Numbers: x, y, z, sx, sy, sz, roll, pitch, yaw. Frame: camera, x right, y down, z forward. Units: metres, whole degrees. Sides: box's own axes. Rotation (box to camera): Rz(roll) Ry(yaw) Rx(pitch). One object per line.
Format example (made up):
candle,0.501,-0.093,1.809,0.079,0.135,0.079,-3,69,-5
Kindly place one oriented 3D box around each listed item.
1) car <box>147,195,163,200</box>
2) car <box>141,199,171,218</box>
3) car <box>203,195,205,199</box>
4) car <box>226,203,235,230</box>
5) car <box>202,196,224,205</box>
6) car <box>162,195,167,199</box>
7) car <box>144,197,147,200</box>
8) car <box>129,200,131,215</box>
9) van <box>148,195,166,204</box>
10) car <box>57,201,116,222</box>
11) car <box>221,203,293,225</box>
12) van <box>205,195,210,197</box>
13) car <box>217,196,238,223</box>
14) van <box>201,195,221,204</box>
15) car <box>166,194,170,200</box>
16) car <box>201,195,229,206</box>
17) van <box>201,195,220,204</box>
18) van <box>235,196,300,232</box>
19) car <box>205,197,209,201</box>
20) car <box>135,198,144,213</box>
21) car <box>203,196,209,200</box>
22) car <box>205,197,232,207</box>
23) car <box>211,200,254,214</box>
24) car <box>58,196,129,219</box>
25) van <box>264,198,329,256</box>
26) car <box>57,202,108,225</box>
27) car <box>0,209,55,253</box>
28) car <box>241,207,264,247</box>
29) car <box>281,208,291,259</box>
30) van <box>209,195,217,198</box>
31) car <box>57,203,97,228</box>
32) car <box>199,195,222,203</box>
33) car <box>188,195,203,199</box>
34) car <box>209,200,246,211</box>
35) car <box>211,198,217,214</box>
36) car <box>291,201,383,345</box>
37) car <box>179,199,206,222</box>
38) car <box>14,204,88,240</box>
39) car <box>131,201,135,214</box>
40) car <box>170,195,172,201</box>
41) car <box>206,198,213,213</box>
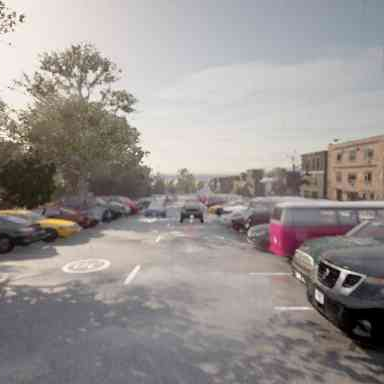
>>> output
car,-8.518,1.915,63.542,4.892,1.521,2.231,0,0,0
car,-3.390,1.693,32.145,1.812,1.442,4.674,0,-1,0
car,4.561,1.718,55.544,4.553,1.767,2.185,0,0,0
car,4.708,1.567,19.105,5.008,1.535,2.097,0,0,0
car,4.510,1.862,72.364,4.553,1.767,2.185,0,0,0
car,-8.335,1.935,66.319,5.366,1.575,1.946,0,0,0
car,-8.407,1.447,38.322,5.566,2.045,2.435,0,0,0
car,-8.405,1.634,30.090,5.008,1.535,2.097,0,0,0
van,-8.687,1.855,82.973,4.442,1.987,1.878,0,0,0
car,-8.422,1.627,24.520,4.792,1.488,2.163,0,0,0
car,4.690,1.598,24.716,4.892,1.521,2.231,0,0,0
van,4.717,1.594,52.743,4.442,1.987,1.878,0,0,0
car,4.665,1.331,21.910,5.566,2.045,2.435,0,0,0
van,4.407,1.810,77.971,4.442,1.987,1.878,0,0,0
car,-8.583,1.782,77.423,5.566,2.045,2.435,0,0,0
car,4.587,1.688,66.758,5.566,2.045,2.435,0,0,0
van,4.399,1.834,80.774,4.442,1.987,1.878,0,0,0
van,4.594,1.326,16.303,4.442,1.987,1.878,0,0,0
car,4.647,1.801,47.134,4.792,1.488,2.163,0,0,0
car,-8.398,1.424,35.660,5.566,2.045,2.435,0,0,0
car,4.614,1.795,49.937,5.008,1.535,2.097,0,0,0
car,4.615,1.742,58.348,4.553,1.767,2.185,0,0,0
car,4.614,1.729,38.724,4.792,1.488,2.163,0,0,0
car,-8.374,1.363,27.305,5.566,2.045,2.435,0,0,0
van,4.841,1.296,10.696,4.442,1.987,1.878,0,0,0
car,-8.356,1.613,21.735,4.792,1.488,2.163,0,0,0
car,-8.359,1.578,13.379,4.674,1.452,2.002,0,0,0
car,4.724,1.538,13.499,4.892,1.521,2.231,0,0,0
car,4.763,1.382,7.892,4.553,1.767,2.185,0,0,0
van,4.751,1.498,41.530,4.442,1.987,1.878,0,0,0
car,-8.371,1.568,18.950,5.008,1.535,2.097,0,0,0
car,4.535,1.832,83.578,5.566,2.045,2.435,0,-1,0
car,-0.030,1.622,44.351,2.097,1.767,4.553,0,0,0
car,4.655,1.777,44.331,4.792,1.488,2.163,0,0,0
car,4.665,1.653,33.121,5.008,1.535,2.097,0,0,0
car,4.709,1.244,5.091,5.566,2.045,2.435,0,0,0
car,-0.004,1.642,27.816,1.837,1.490,4.892,0,0,0
car,-8.183,1.550,16.164,5.366,1.575,1.946,0,0,0
car,-8.416,1.693,32.750,4.674,1.452,2.002,0,0,0
car,-8.608,1.853,85.750,5.566,2.045,2.435,0,0,0
car,4.466,1.673,35.921,5.366,1.575,1.946,0,0,0
